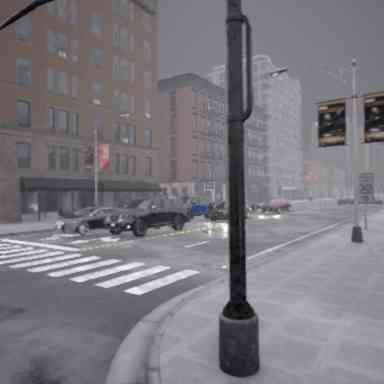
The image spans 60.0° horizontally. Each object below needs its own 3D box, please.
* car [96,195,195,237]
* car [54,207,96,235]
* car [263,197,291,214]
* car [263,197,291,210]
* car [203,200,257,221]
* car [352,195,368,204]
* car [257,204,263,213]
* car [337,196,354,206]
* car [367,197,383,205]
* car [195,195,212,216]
[{"bbox_3d":[-2.492,1.313,19.324,2.150,2.045,5.566,-1,0,35],"label":"car"},{"bbox_3d":[-5.874,1.640,20.162,2.128,1.511,4.902,-1,0,35],"label":"car"},{"bbox_3d":[9.062,1.453,35.664,1.882,1.535,5.008,-1,0,35],"label":"car"},{"bbox_3d":[11.480,1.451,44.652,1.882,1.535,5.008,-1,0,36],"label":"car"},{"bbox_3d":[3.232,1.539,27.426,1.837,1.490,4.892,-1,0,35],"label":"car"},{"bbox_3d":[29.874,1.246,59.178,1.837,1.490,4.892,-1,0,35],"label":"car"},{"bbox_3d":[5.574,1.634,36.361,1.895,1.301,4.718,-1,0,35],"label":"car"},{"bbox_3d":[23.056,1.287,49.518,1.882,1.535,5.008,-1,0,35],"label":"car"},{"bbox_3d":[27.887,1.339,50.715,1.895,1.301,4.718,-1,0,35],"label":"car"},{"bbox_3d":[-0.195,1.313,28.210,2.150,2.045,5.566,-1,0,35],"label":"car"}]
